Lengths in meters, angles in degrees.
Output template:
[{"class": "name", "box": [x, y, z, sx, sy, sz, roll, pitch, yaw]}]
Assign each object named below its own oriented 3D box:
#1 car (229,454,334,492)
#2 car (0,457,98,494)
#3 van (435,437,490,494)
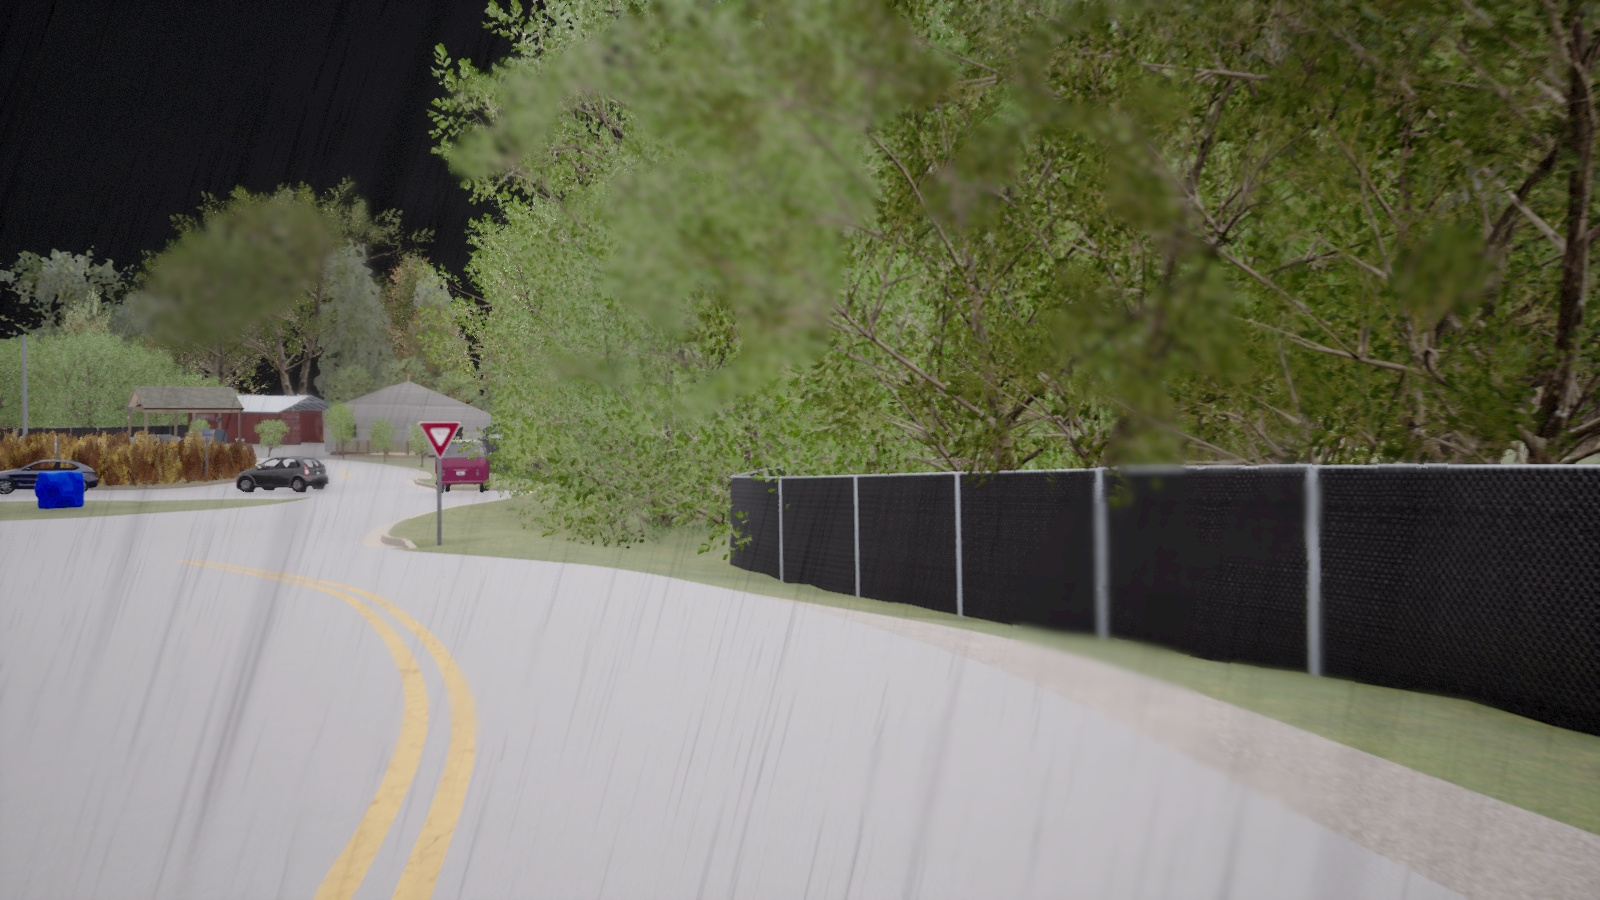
[{"class": "car", "box": [-23.282, 1.007, 56.428, 3.988, 1.617, 1.851, 0, 2, 14]}, {"class": "car", "box": [-32.837, 1.090, 54.396, 4.193, 1.474, 1.816, 1, 1, -29]}, {"class": "van", "box": [-12.659, 0.584, 47.333, 1.775, 1.987, 4.442, -1, -1, -12]}]
